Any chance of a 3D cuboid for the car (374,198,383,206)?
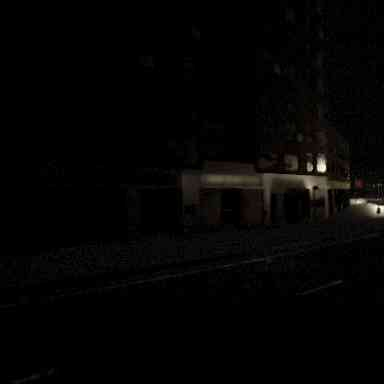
[{"bbox_3d":[40.329,2.239,70.254,1.895,1.301,4.718,-1,-1,21],"label":"car"}]
